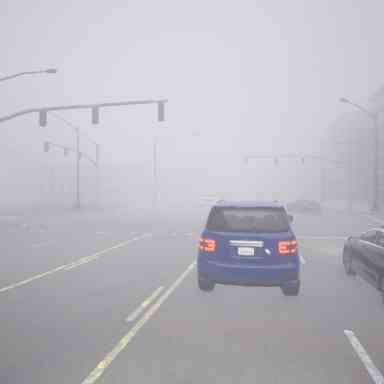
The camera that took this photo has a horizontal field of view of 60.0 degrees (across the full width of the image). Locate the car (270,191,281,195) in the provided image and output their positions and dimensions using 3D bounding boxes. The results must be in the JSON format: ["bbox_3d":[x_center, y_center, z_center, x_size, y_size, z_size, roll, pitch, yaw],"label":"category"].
[{"bbox_3d":[18.927,0.707,74.740,2.097,1.767,4.553,0,1,11],"label":"car"}]

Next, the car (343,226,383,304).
[{"bbox_3d":[4.806,1.492,7.432,2.128,1.511,4.902,0,0,11],"label":"car"}]

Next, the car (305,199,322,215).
[{"bbox_3d":[11.166,1.446,33.497,2.128,1.511,4.902,-1,0,-10],"label":"car"}]

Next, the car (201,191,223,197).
[{"bbox_3d":[2.643,1.079,47.512,2.150,2.045,5.566,0,1,11],"label":"car"}]

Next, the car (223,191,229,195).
[{"bbox_3d":[4.701,0.926,57.693,2.150,2.045,5.566,0,1,12],"label":"car"}]

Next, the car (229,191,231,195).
[{"bbox_3d":[6.834,0.741,67.926,2.150,2.045,5.566,0,1,12],"label":"car"}]

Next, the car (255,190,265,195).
[{"bbox_3d":[15.504,0.904,75.469,1.994,1.385,4.181,0,1,11],"label":"car"}]

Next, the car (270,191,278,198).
[{"bbox_3d":[20.909,0.609,84.589,1.837,1.490,4.892,0,1,11],"label":"car"}]

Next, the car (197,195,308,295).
[{"bbox_3d":[1.544,1.221,8.964,2.150,2.045,5.566,0,0,11],"label":"car"}]
